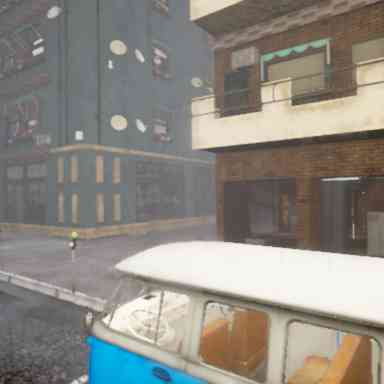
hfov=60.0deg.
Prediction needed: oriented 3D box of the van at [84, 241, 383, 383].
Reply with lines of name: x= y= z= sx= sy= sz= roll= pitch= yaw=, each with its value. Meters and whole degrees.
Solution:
van: x=0.984 y=1.342 z=2.190 sx=3.998 sy=1.788 sz=1.690 roll=0 pitch=-1 yaw=35
